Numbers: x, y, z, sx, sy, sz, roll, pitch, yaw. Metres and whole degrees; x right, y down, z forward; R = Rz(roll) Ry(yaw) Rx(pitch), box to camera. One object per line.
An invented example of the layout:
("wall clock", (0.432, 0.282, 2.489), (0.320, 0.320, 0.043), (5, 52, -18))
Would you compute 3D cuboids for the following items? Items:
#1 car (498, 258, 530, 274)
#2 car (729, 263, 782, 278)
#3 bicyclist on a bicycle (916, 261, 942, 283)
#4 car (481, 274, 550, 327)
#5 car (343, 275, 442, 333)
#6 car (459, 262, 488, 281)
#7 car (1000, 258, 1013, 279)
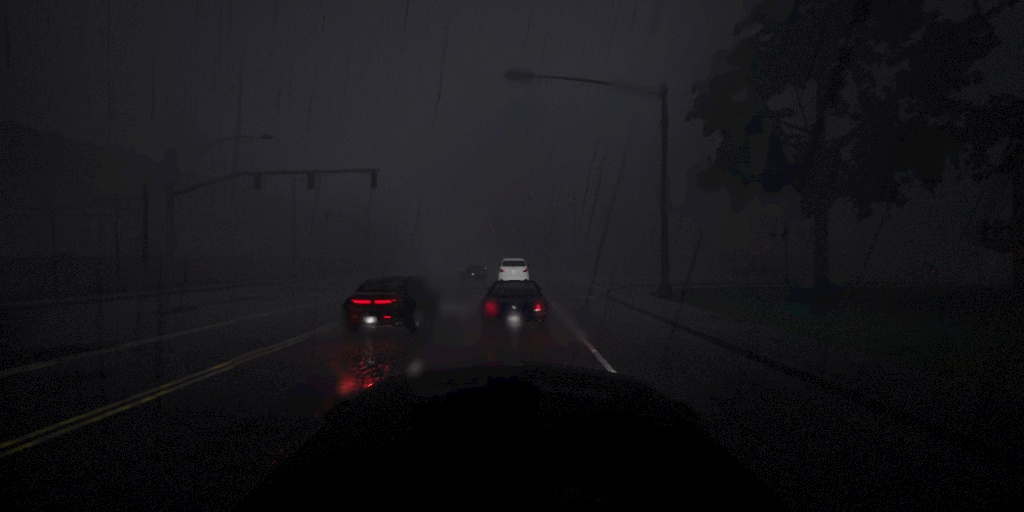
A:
("car", (0.131, 1.158, 26.887), (2.150, 2.045, 5.566), (0, 0, 0))
("car", (25.049, 1.505, 37.037), (4.902, 1.511, 2.128), (0, 0, -1))
("bicyclist on a bicycle", (31.017, 1.161, 26.707), (0.582, 1.620, 1.656), (0, 0, -1))
("car", (0.100, 1.426, 11.798), (1.895, 1.301, 4.718), (0, 0, 0))
("car", (-3.400, 1.323, 11.016), (1.837, 1.490, 4.892), (0, -1, 0))
("car", (-3.343, 1.536, 32.787), (1.994, 1.385, 4.181), (0, 0, 0))
("car", (50.120, 1.221, 34.826), (5.566, 2.045, 2.150), (0, 0, -22))
